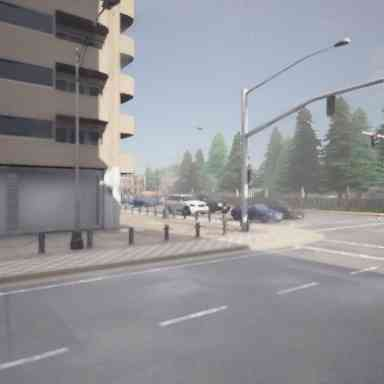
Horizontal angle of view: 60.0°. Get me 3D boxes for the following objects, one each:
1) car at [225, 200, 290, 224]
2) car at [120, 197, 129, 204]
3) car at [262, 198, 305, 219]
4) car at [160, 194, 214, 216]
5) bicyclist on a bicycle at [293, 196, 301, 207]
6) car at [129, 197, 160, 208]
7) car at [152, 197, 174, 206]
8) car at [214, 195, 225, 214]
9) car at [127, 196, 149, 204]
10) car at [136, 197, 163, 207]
[{"bbox_3d":[5.022,1.585,26.062,1.812,1.442,4.674,0,0,-36],"label":"car"},{"bbox_3d":[-12.978,1.609,63.281,2.033,1.411,5.357,0,0,-36],"label":"car"},{"bbox_3d":[7.427,1.412,28.705,2.097,1.767,4.553,0,0,-36],"label":"car"},{"bbox_3d":[-0.651,1.281,33.916,2.150,2.045,5.566,0,0,-36],"label":"car"},{"bbox_3d":[12.697,1.363,40.171,1.656,1.620,0.582,0,0,-36],"label":"bicyclist on a bicycle"},{"bbox_3d":[-6.934,1.538,48.632,1.882,1.535,5.008,0,1,-36],"label":"car"},{"bbox_3d":[-5.174,1.588,58.455,1.812,1.442,4.674,0,0,-36],"label":"car"},{"bbox_3d":[1.813,1.282,36.482,2.150,2.045,5.566,0,0,-36],"label":"car"},{"bbox_3d":[-10.782,1.610,66.236,2.033,1.411,5.357,0,0,-36],"label":"car"},{"bbox_3d":[-7.079,1.609,55.120,2.033,1.411,5.357,0,0,-36],"label":"car"}]
